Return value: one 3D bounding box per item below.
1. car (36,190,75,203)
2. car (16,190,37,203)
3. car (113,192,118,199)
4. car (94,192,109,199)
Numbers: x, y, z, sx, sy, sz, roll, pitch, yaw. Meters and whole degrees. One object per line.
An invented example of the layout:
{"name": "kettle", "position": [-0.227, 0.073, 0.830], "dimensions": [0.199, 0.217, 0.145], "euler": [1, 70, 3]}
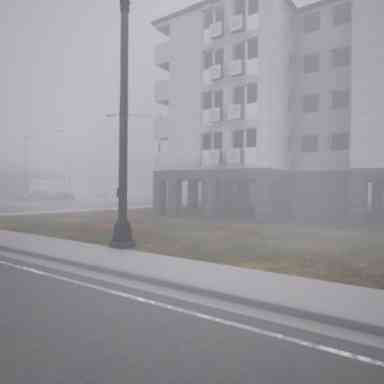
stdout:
{"name": "car", "position": [-18.877, 0.722, 47.028], "dimensions": [1.882, 1.535, 5.008], "euler": [1, 1, 25]}
{"name": "car", "position": [-22.598, 0.547, 47.445], "dimensions": [2.097, 1.767, 4.553], "euler": [1, 1, 26]}
{"name": "car", "position": [-14.264, 0.608, 65.743], "dimensions": [2.128, 1.511, 4.902], "euler": [1, 1, 0]}
{"name": "car", "position": [-17.766, 0.655, 65.333], "dimensions": [1.994, 1.385, 4.181], "euler": [1, 1, 0]}
